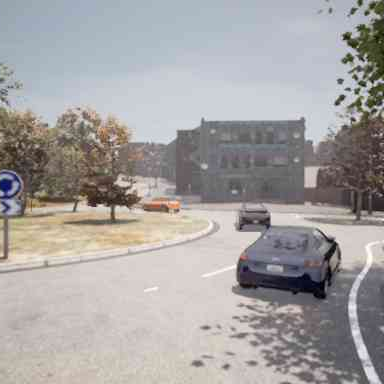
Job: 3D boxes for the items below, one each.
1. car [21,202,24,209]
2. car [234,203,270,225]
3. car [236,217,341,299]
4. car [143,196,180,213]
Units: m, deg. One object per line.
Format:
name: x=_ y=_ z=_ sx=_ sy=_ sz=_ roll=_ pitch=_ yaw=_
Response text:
car: x=-22.175 y=1.536 z=38.460 sx=5.357 sy=1.411 sz=2.033 roll=1 pitch=0 yaw=-24
car: x=3.806 y=1.457 z=21.319 sx=2.128 sy=1.511 sz=4.902 roll=0 pitch=0 yaw=4
car: x=2.677 y=1.557 z=8.689 sx=1.994 sy=1.385 sz=4.181 roll=0 pitch=0 yaw=28
car: x=-3.535 y=1.319 z=36.744 sx=4.553 sy=1.767 sz=2.097 roll=0 pitch=0 yaw=39
